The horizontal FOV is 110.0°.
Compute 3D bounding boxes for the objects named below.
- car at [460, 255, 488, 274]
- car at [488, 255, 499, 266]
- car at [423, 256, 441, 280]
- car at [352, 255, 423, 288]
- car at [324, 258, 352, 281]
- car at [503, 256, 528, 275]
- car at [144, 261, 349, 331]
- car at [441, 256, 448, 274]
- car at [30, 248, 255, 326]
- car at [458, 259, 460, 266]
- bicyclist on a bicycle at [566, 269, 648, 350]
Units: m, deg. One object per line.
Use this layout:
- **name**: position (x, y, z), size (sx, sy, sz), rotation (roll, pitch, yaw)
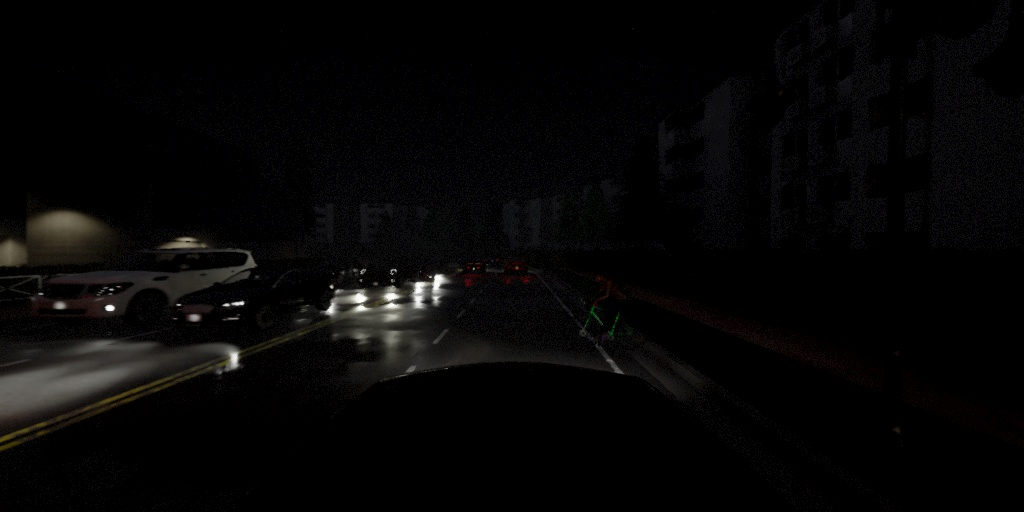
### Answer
- **car**: position (-3.346, 0.767, 32.547), size (1.837, 1.490, 4.892), rotation (0, 1, -3)
- **car**: position (-3.255, 0.592, 47.960), size (1.994, 1.385, 4.181), rotation (0, 1, -21)
- **car**: position (-6.639, 0.906, 25.255), size (1.837, 1.490, 4.892), rotation (0, 1, 1)
- **car**: position (-6.847, 0.776, 20.298), size (2.097, 1.767, 4.553), rotation (0, 1, 1)
- **car**: position (-10.332, 0.892, 21.244), size (1.837, 1.490, 4.892), rotation (0, 1, 1)
- **car**: position (0.267, 0.776, 31.589), size (1.882, 1.535, 5.008), rotation (0, 1, -3)
- **car**: position (-6.985, 1.066, 10.361), size (2.128, 1.511, 4.902), rotation (0, 1, 1)
- **car**: position (-6.840, 0.738, 31.982), size (2.128, 1.511, 4.902), rotation (0, 1, -2)
- **car**: position (-10.468, 0.763, 11.096), size (2.150, 2.045, 5.566), rotation (0, 1, 1)
- **car**: position (-5.369, 0.621, 44.031), size (2.033, 1.411, 5.357), rotation (0, 1, -18)
- **bicyclist on a bicycle**: position (1.904, 1.082, 7.165), size (1.656, 1.620, 0.582), rotation (1, 1, 1)
